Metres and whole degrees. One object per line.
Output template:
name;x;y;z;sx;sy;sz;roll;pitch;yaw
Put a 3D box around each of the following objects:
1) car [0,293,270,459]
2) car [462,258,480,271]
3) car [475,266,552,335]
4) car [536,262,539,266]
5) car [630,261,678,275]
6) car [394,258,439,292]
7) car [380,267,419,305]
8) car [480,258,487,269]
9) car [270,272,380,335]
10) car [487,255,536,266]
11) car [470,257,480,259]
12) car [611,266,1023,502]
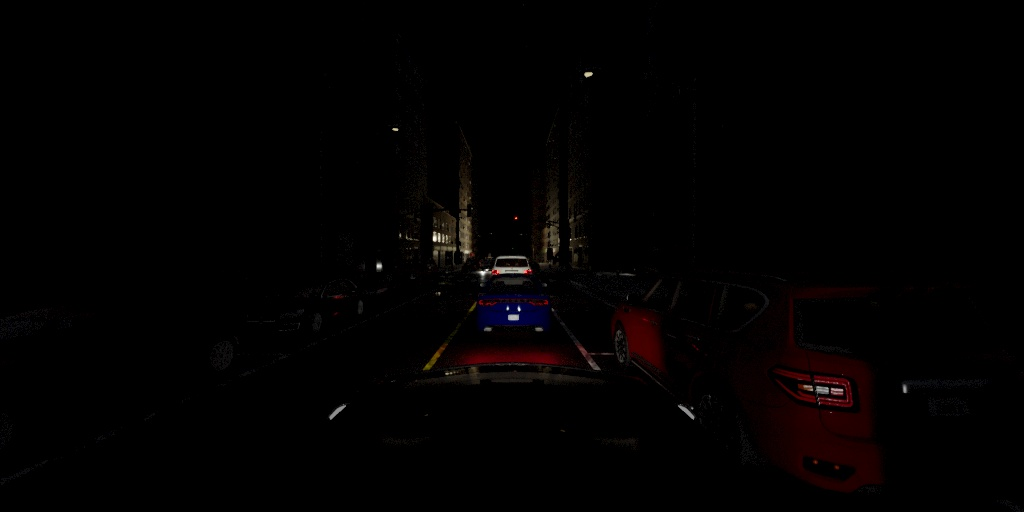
car;-5.670;1.294;4.692;1.888;1.381;4.507;0;0;0
car;-5.721;1.350;48.439;1.802;1.307;4.207;0;0;0
car;0.044;1.226;10.499;1.882;1.535;5.008;0;0;0
car;2.804;1.350;48.476;1.802;1.307;4.207;0;0;0
car;14.642;1.199;37.053;4.181;1.385;1.994;0;1;0
car;-5.689;1.064;21.439;2.192;1.841;5.009;0;0;0
car;-5.683;1.331;15.857;1.802;1.307;4.207;0;0;0
car;-3.154;1.295;48.980;1.812;1.442;4.674;0;0;-3
car;-5.676;1.299;10.274;2.007;1.370;4.403;0;0;0
car;-0.016;0.971;20.159;2.150;2.045;5.566;0;0;0
car;-5.728;1.090;54.004;2.192;1.841;5.009;0;0;0
car;2.855;1.064;4.724;2.192;1.841;5.009;0;0;0
